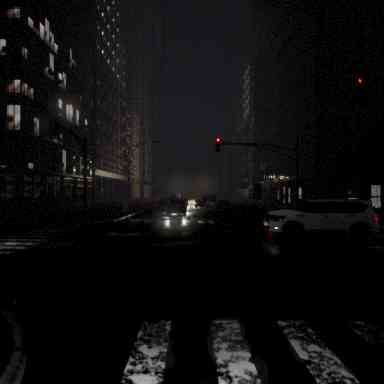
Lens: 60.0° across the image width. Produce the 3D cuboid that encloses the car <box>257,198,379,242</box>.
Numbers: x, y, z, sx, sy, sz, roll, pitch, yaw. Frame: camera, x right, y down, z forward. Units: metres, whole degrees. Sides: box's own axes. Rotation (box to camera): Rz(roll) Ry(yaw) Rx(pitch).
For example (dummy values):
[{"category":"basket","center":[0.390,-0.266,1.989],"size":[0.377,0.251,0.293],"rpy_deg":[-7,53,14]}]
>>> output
[{"category":"car","center":[6.514,1.348,16.964],"size":[5.566,2.045,2.150],"rpy_deg":[2,0,-3]}]

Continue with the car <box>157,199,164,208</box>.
[{"category":"car","center":[-4.037,1.592,47.311],"size":[1.802,1.307,4.206],"rpy_deg":[0,0,0]}]

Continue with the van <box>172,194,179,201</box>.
[{"category":"van","center":[-4.210,1.314,86.004],"size":[1.690,1.788,3.998],"rpy_deg":[0,0,0]}]

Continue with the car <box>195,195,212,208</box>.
[{"category":"car","center":[1.376,1.557,47.983],"size":[2.033,1.411,5.357],"rpy_deg":[0,0,0]}]

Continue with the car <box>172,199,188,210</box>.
[{"category":"car","center":[-1.542,1.613,43.452],"size":[1.895,1.301,4.718],"rpy_deg":[0,0,0]}]

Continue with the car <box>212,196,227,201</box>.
[{"category":"car","center":[3.917,1.578,41.820],"size":[1.947,1.339,4.313],"rpy_deg":[0,0,0]}]

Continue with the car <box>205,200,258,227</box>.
[{"category":"car","center":[3.490,1.549,23.050],"size":[4.674,1.442,1.812],"rpy_deg":[1,1,37]}]

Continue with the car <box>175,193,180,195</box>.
[{"category":"car","center":[-4.160,1.425,74.949],"size":[1.967,1.590,4.097],"rpy_deg":[0,0,0]}]

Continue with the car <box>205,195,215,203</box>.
[{"category":"car","center":[3.744,1.431,69.457],"size":[1.967,1.590,4.097],"rpy_deg":[0,0,0]}]

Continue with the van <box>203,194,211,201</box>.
[{"category":"van","center":[3.695,1.320,80.512],"size":[1.690,1.788,3.998],"rpy_deg":[0,0,0]}]

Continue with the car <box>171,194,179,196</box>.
[{"category":"car","center":[-4.111,1.563,63.894],"size":[1.947,1.339,4.313],"rpy_deg":[0,0,0]}]

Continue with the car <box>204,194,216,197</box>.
[{"category":"car","center":[3.769,1.312,63.929],"size":[2.192,1.841,5.009],"rpy_deg":[0,0,0]}]

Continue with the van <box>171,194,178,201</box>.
[{"category":"van","center":[-4.185,1.320,80.477],"size":[1.690,1.788,3.998],"rpy_deg":[0,0,0]}]

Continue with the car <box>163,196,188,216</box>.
[{"category":"car","center":[-1.507,1.494,33.319],"size":[1.882,1.535,5.008],"rpy_deg":[0,0,0]}]
